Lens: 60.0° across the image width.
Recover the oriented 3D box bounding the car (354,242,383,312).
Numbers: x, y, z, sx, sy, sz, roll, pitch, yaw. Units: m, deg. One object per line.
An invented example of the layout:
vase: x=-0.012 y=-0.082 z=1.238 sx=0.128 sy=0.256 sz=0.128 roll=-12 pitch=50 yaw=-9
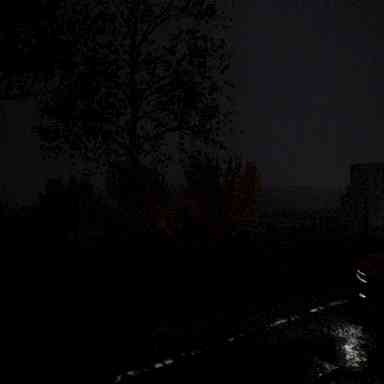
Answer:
car: x=5.316 y=1.476 z=6.853 sx=5.008 sy=1.535 sz=1.882 roll=0 pitch=0 yaw=-35
